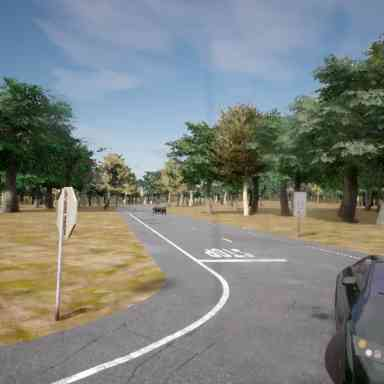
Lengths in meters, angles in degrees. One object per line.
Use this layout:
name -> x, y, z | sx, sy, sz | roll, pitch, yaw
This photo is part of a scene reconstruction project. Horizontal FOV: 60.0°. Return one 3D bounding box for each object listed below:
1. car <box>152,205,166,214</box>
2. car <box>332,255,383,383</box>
car -> -5.602, 2.963, 56.870 | 1.882, 1.535, 5.008 | 3, -2, -14
car -> 3.089, 1.642, 4.595 | 1.994, 1.385, 4.181 | 1, -1, 22
